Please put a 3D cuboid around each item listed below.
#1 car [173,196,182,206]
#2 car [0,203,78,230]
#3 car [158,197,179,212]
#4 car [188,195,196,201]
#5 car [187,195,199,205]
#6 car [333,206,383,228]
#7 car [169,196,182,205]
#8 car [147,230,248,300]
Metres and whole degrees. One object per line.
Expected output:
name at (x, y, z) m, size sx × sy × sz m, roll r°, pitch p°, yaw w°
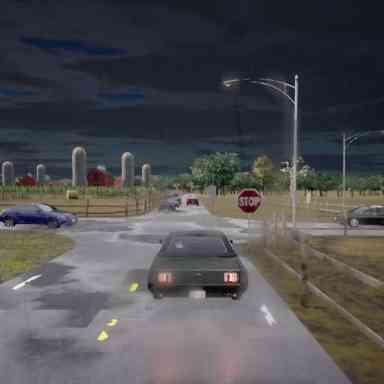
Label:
car at (-2.818, 1.516, 48.224) m, size 1.994 × 1.385 × 4.181 m, roll 0°, pitch 0°, yaw 0°
car at (-9.319, 1.407, 20.279) m, size 4.674 × 1.442 × 1.812 m, roll 1°, pitch 1°, yaw 11°
car at (-2.784, 1.570, 38.151) m, size 1.895 × 1.301 × 4.718 m, roll 0°, pitch 0°, yaw -1°
car at (0.039, 1.439, 78.580) m, size 1.994 × 1.385 × 4.181 m, roll 0°, pitch 0°, yaw 0°
car at (0.123, 1.416, 55.375) m, size 1.882 × 1.535 × 5.008 m, roll 0°, pitch 0°, yaw 0°
car at (12.716, 1.748, 23.929) m, size 4.892 × 1.490 × 1.837 m, roll 1°, pitch 1°, yaw 0°
car at (-2.798, 1.479, 58.698) m, size 2.033 × 1.411 × 5.357 m, roll 0°, pitch 0°, yaw 0°
car at (0.107, 1.597, 8.339) m, size 1.895 × 1.301 × 4.718 m, roll 0°, pitch 0°, yaw 0°
